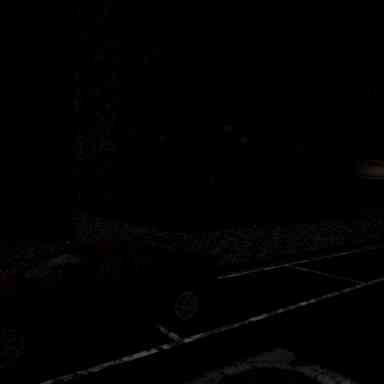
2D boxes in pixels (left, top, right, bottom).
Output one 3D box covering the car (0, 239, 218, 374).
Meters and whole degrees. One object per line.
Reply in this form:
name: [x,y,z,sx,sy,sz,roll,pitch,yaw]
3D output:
car: [-1.613,1.544,5.601,4.507,1.381,1.887,0,1,-35]
